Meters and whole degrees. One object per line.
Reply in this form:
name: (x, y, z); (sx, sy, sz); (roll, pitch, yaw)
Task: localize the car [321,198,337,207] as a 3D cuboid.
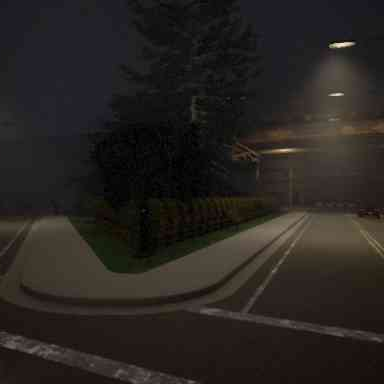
car: (27.667, 2.253, 67.372); (4.974, 1.542, 2.038); (1, -1, -43)

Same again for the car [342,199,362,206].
car: (31.403, 2.092, 65.566); (1.853, 1.218, 4.536); (0, -1, 2)

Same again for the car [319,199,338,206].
car: (27.705, 2.096, 67.410); (4.536, 1.218, 1.853); (1, -1, -43)

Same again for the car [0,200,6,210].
car: (-28.797, 1.913, 49.353); (1.812, 1.442, 4.674); (0, -1, -23)

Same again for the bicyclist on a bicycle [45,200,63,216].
bicyclist on a bicycle: (-13.922, 1.588, 33.551); (1.656, 1.620, 0.582); (0, -1, -23)

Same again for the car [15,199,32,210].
car: (-25.045, 1.756, 49.497); (2.097, 1.767, 4.553); (0, -1, -23)

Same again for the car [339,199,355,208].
car: (31.401, 2.249, 65.513); (2.038, 1.542, 4.974); (0, -1, 2)

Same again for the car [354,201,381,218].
car: (18.486, 1.956, 35.028); (1.812, 1.442, 4.674); (0, -1, 22)
